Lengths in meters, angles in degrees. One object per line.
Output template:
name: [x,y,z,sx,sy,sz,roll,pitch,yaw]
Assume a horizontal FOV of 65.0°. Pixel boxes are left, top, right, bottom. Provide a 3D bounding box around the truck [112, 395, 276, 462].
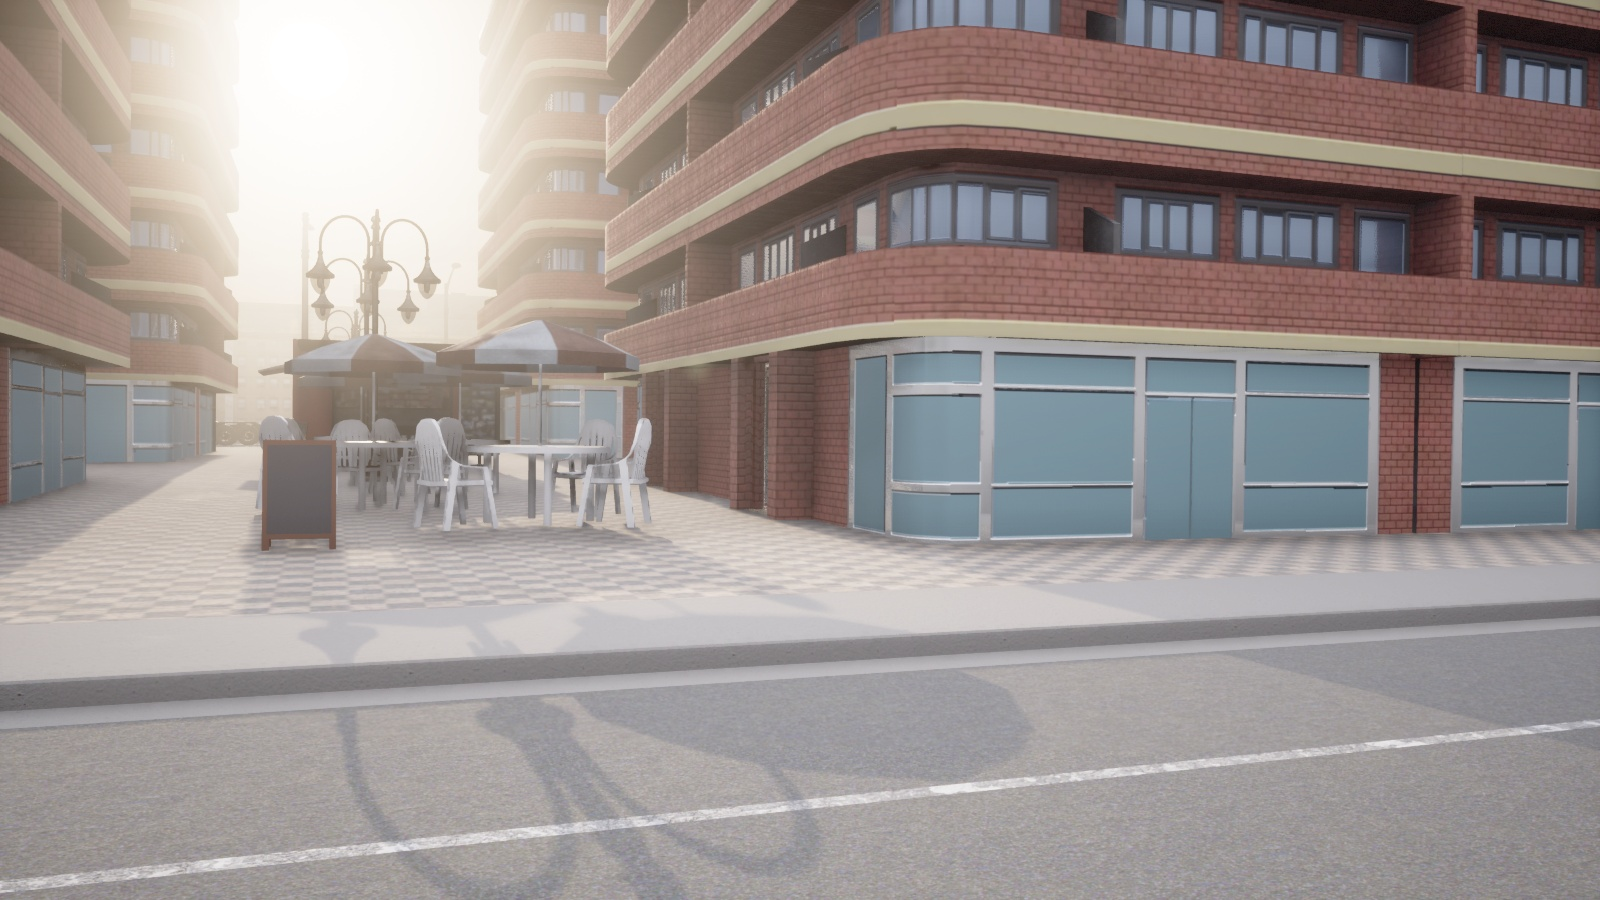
truck: [-33.850,-1.241,70.483,7.936,3.462,2.891,-2,1,-21]
